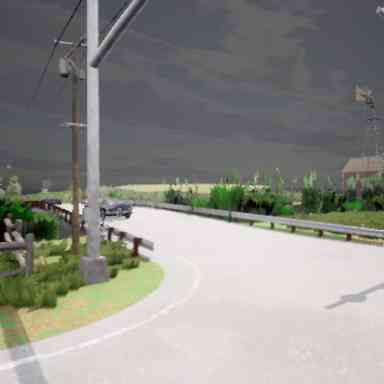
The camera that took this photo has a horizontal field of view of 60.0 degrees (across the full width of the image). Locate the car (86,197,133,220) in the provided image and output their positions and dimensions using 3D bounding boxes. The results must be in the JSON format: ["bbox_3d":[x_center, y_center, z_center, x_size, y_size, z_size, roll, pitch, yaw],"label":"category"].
[{"bbox_3d":[-5.658,1.054,22.430,1.895,1.301,4.718,0,2,-32],"label":"car"}]
